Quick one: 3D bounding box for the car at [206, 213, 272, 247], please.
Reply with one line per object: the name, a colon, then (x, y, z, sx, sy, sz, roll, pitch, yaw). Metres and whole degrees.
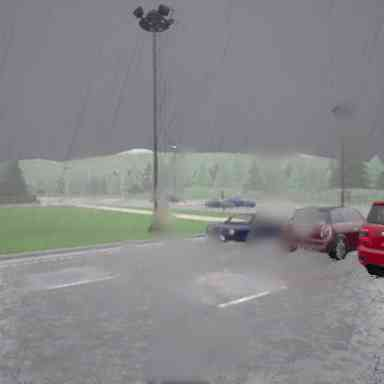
car: (2.992, 1.589, 14.960, 4.718, 1.301, 1.895, -1, 0, -38)

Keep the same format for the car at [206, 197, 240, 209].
car: (3.747, 1.533, 44.391, 1.812, 1.442, 4.674, -1, 0, -37)

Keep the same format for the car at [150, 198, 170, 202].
car: (-5.538, 1.274, 56.763, 1.994, 1.385, 4.181, -1, 0, -37)

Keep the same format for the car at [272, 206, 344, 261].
car: (5.389, 1.315, 12.394, 4.553, 1.767, 2.097, 0, 0, -38)

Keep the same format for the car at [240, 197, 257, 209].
car: (6.731, 1.458, 46.228, 1.882, 1.535, 5.008, -1, 0, -37)

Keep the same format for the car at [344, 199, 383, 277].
car: (6.624, 1.169, 8.929, 5.566, 2.045, 2.150, 0, 0, -38)
